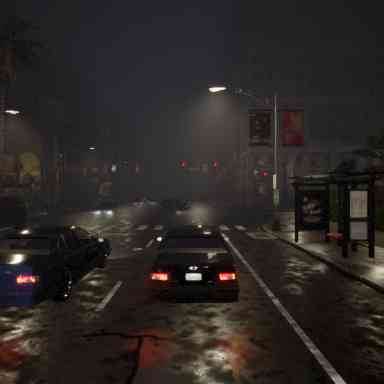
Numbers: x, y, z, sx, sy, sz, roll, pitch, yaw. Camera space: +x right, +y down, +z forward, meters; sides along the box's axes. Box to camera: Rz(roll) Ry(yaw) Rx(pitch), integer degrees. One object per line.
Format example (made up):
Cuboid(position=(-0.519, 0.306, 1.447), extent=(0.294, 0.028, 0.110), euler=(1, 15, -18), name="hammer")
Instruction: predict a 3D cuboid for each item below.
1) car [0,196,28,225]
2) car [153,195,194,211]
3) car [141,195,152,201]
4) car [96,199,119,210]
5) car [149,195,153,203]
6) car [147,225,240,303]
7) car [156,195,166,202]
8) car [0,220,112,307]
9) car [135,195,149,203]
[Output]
Cuboid(position=(-10.708, 1.221, 17.357), extent=(2.150, 2.045, 5.566), euler=(0, 0, 0), name="car")
Cuboid(position=(-2.302, 1.505, 40.443), extent=(1.837, 1.490, 4.892), euler=(-2, 1, -42), name="car")
Cuboid(position=(-11.090, 1.478, 81.351), extent=(1.882, 1.535, 5.008), euler=(0, 0, 0), name="car")
Cuboid(position=(-10.903, 1.601, 43.063), extent=(1.895, 1.301, 4.718), euler=(0, 0, 0), name="car")
Cuboid(position=(-7.514, 1.524, 70.767), extent=(1.812, 1.442, 4.674), euler=(0, 0, 0), name="car")
Cuboid(position=(0.025, 1.547, 8.400), extent=(2.033, 1.411, 5.357), euler=(0, 0, 0), name="car")
Cuboid(position=(-7.586, 1.525, 81.169), extent=(2.128, 1.511, 4.902), euler=(0, 0, 0), name="car")
Cuboid(position=(-3.475, 1.547, 8.215), extent=(2.033, 1.411, 5.357), euler=(0, 0, 0), name="car")
Cuboid(position=(-11.016, 1.540, 71.013), extent=(2.033, 1.411, 5.357), euler=(0, 0, 0), name="car")
